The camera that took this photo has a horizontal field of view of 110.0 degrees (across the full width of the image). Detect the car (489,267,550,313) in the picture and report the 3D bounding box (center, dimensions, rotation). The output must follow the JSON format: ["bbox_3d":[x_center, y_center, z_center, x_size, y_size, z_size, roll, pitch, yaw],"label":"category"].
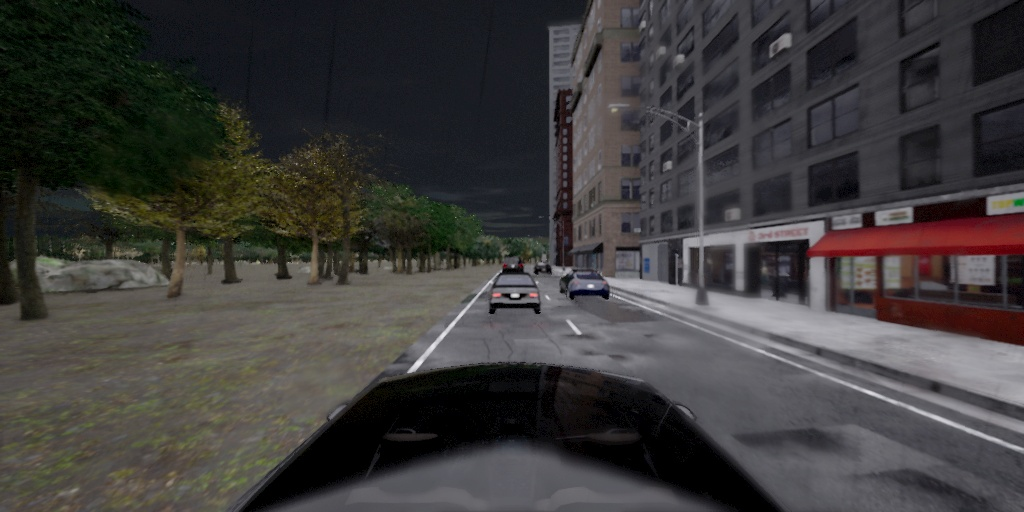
[{"bbox_3d":[0.099,1.327,14.027,2.033,1.411,5.357,0,0,0],"label":"car"}]

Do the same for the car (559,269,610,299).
[{"bbox_3d":[3.599,1.354,18.399,1.994,1.385,4.181,0,0,0],"label":"car"}]

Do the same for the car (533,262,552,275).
[{"bbox_3d":[3.610,1.414,42.799,1.882,1.535,5.008,0,-1,0],"label":"car"}]

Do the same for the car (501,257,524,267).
[{"bbox_3d":[0.098,1.097,36.822,2.150,2.045,5.566,0,0,0],"label":"car"}]
